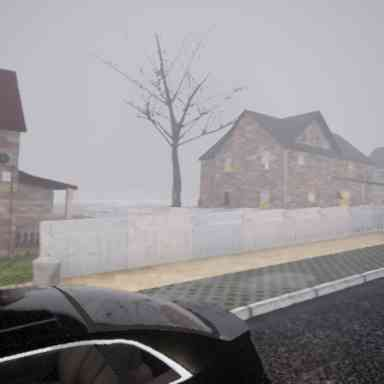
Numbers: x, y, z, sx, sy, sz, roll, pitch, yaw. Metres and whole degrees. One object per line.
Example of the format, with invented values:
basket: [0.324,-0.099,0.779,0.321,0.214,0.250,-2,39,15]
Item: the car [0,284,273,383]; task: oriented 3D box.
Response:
car: [-1.643,1.504,1.890,4.892,1.490,1.837,0,0,-35]
